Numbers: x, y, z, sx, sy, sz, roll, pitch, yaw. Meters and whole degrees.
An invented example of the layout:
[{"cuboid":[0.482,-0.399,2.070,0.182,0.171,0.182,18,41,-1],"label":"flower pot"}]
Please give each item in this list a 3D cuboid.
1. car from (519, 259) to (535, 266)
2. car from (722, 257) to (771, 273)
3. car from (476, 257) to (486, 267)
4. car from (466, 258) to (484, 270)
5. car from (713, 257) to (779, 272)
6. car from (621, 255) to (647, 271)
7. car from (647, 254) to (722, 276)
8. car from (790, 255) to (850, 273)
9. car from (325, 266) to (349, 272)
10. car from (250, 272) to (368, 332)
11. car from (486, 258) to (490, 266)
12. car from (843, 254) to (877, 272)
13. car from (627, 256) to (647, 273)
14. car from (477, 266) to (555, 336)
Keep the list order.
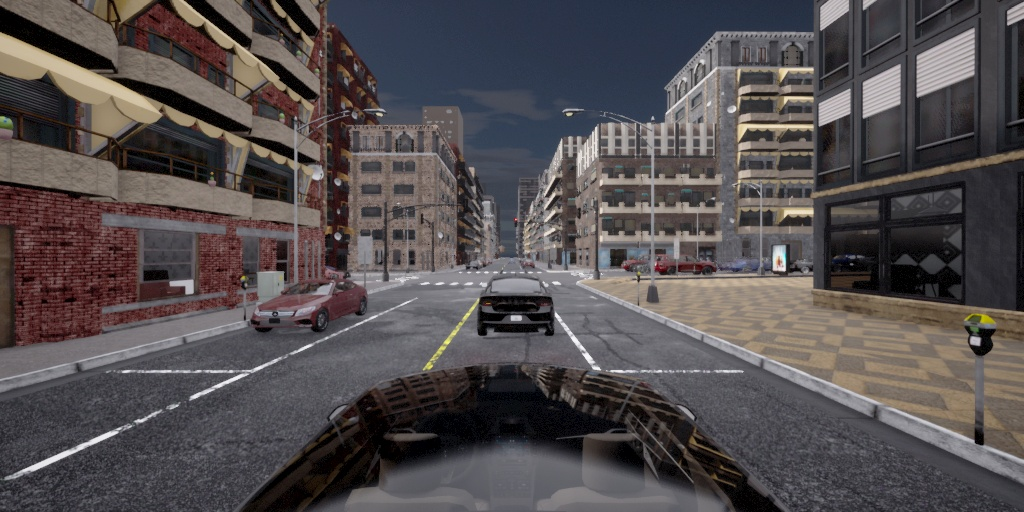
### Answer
[{"cuboid":[2.670,1.207,58.474,1.967,1.591,4.097,0,0,0],"label":"car"},{"cuboid":[22.670,0.857,33.412,5.357,1.411,2.033,-1,0,-1],"label":"car"},{"cuboid":[-5.710,1.293,58.299,1.751,1.417,4.829,0,0,0],"label":"car"},{"cuboid":[-5.708,1.330,52.786,1.948,1.339,4.313,0,0,0],"label":"car"},{"cuboid":[23.828,0.829,36.622,5.357,1.411,2.033,-1,0,-1],"label":"car"},{"cuboid":[14.562,0.764,39.129,5.009,1.841,2.192,0,0,-1],"label":"car"},{"cuboid":[14.700,0.778,30.750,5.009,1.841,2.192,0,0,-1],"label":"car"},{"cuboid":[25.793,0.822,30.850,4.313,1.339,1.948,0,0,-1],"label":"car"},{"cuboid":[-17.187,1.610,33.046,4.181,1.385,1.994,-1,0,-1],"label":"car"},{"cuboid":[-5.744,1.332,10.763,1.802,1.307,4.207,0,0,0],"label":"car"},{"cuboid":[-5.712,1.086,64.151,2.192,1.841,5.009,0,0,0],"label":"car"},{"cuboid":[31.340,0.717,30.901,4.313,1.339,1.948,0,0,-1],"label":"car"},{"cuboid":[14.433,1.021,36.537,4.181,1.385,1.994,-1,0,-1],"label":"car"},{"cuboid":[0.096,1.227,10.424,1.882,1.535,5.008,0,0,0],"label":"car"}]
